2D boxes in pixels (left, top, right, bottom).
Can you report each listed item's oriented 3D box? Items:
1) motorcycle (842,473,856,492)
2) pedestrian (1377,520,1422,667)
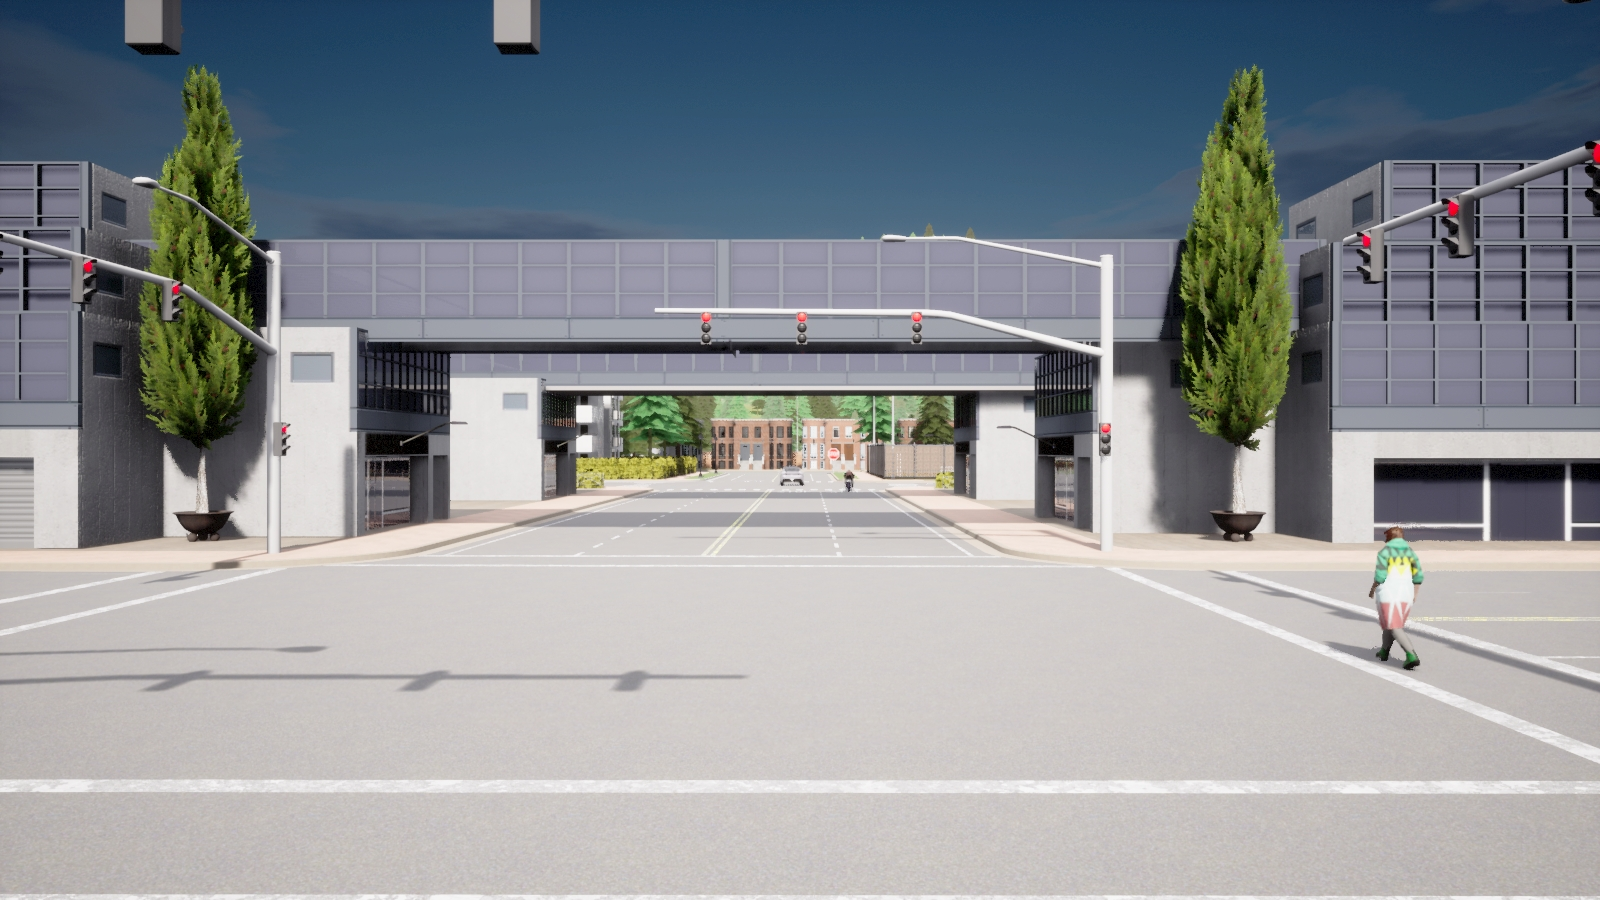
[{"bbox_3d":[3.363,2.205,77.797,0.867,1.251,2.209,0,0,4],"label":"motorcycle"},{"bbox_3d":[7.762,1.848,14.792,0.375,1.860,0.375,0,0,-2],"label":"pedestrian"}]
